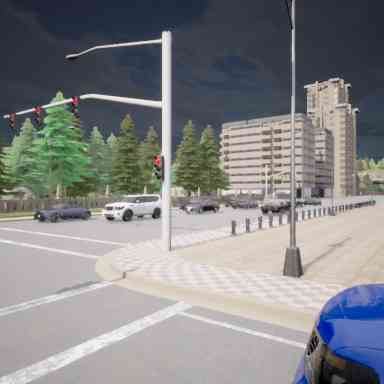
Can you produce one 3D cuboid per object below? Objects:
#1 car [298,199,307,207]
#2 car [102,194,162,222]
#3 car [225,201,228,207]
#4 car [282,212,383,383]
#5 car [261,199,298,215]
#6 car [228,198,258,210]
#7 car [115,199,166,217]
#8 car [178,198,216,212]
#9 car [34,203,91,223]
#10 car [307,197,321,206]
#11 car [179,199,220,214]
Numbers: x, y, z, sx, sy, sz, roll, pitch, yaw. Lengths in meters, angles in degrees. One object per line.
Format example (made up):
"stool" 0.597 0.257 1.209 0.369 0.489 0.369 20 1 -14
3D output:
"car" 14.446 1.601 47.568 1.895 1.301 4.718 0 0 35
"car" -4.644 1.221 27.159 2.150 2.045 5.566 0 0 35
"car" 6.526 1.564 48.791 1.994 1.385 4.181 0 0 36
"car" 3.361 1.221 1.569 5.566 2.045 2.150 0 0 36
"car" 8.718 1.601 33.500 1.895 1.301 4.718 0 0 35
"car" 6.945 1.564 43.382 1.994 1.385 4.181 0 0 36
"car" -4.974 1.491 32.725 2.128 1.511 4.902 0 0 35
"car" 0.702 1.547 40.682 2.033 1.411 5.357 0 0 36
"car" -9.937 1.564 25.765 1.994 1.385 4.181 0 0 35
"car" 20.229 1.564 55.678 1.994 1.385 4.181 0 0 35
"car" 1.120 1.491 35.239 2.128 1.511 4.902 0 0 36
